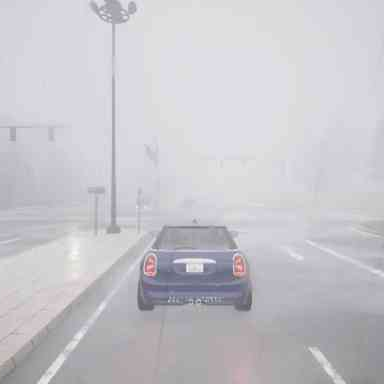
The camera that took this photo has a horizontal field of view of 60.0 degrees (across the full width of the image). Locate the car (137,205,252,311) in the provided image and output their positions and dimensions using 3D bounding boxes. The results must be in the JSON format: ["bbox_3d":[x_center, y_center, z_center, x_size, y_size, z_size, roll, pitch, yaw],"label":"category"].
[{"bbox_3d":[0.061,1.352,7.935,2.097,1.767,4.553,0,0,0],"label":"car"}]

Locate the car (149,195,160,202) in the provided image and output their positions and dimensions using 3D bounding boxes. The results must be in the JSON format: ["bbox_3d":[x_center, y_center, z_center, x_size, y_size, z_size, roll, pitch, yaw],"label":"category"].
[{"bbox_3d":[-8.602,1.540,76.735,2.033,1.411,5.357,0,0,-1],"label":"car"}]

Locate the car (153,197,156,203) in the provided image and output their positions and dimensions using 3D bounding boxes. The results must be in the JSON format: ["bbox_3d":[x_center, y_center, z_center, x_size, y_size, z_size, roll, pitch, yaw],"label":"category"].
[{"bbox_3d":[-8.448,1.505,66.297,1.837,1.490,4.892,0,0,-1],"label":"car"}]

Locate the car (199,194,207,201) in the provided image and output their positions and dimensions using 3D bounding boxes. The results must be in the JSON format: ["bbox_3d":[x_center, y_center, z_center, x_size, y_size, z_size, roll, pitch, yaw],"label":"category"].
[{"bbox_3d":[2.752,1.513,85.320,1.812,1.442,4.674,0,0,-1],"label":"car"}]

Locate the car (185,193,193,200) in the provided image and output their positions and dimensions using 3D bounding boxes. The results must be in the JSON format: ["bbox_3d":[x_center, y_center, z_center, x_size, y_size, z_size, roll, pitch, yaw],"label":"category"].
[{"bbox_3d":[-0.924,1.189,95.614,2.150,2.045,5.566,0,0,-1],"label":"car"}]

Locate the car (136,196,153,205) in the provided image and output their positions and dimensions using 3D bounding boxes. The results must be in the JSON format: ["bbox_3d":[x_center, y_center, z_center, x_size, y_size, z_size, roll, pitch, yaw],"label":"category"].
[{"bbox_3d":[-8.349,1.505,57.088,1.837,1.490,4.892,0,0,-1],"label":"car"}]

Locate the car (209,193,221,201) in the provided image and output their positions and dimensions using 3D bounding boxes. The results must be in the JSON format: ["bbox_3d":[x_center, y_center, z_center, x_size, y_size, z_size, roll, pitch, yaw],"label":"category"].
[{"bbox_3d":[6.257,1.215,85.053,2.150,2.045,5.566,0,0,-1],"label":"car"}]

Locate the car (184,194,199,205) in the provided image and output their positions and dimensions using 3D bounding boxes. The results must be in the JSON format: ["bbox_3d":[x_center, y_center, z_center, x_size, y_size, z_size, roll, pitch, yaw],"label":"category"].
[{"bbox_3d":[-0.225,1.526,54.755,1.812,1.442,4.674,0,0,-1],"label":"car"}]
